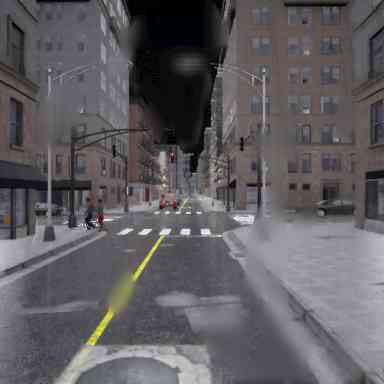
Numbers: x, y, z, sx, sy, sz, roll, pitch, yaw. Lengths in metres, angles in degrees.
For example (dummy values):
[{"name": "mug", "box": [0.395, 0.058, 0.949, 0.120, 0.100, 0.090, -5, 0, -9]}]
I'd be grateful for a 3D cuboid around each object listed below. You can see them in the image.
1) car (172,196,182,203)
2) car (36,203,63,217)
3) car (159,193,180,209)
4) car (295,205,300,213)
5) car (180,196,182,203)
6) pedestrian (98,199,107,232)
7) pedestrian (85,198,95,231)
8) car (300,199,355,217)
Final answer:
[{"name": "car", "box": [-3.012, 1.530, 68.781, 1.895, 1.301, 4.718, 0, 0, 0]}, {"name": "car", "box": [-14.628, 1.703, 31.820, 4.403, 1.369, 2.008, -1, 0, 0]}, {"name": "car", "box": [-3.101, 1.201, 44.523, 2.150, 2.045, 5.566, 0, 0, 0]}, {"name": "car", "box": [12.135, 1.434, 31.632, 4.507, 1.381, 1.887, -1, 0, 0]}, {"name": "car", "box": [-3.095, 1.183, 55.112, 2.150, 2.045, 5.566, 0, 0, 0]}, {"name": "pedestrian", "box": [-5.030, 1.291, 18.392, 0.375, 1.860, 0.375, 0, 0, 0]}, {"name": "pedestrian", "box": [-5.470, 1.139, 17.743, 0.375, 1.860, 0.375, 0, 0, 0]}, {"name": "car", "box": [12.422, 1.352, 28.888, 5.008, 1.535, 1.882, -1, 0, -1]}]
